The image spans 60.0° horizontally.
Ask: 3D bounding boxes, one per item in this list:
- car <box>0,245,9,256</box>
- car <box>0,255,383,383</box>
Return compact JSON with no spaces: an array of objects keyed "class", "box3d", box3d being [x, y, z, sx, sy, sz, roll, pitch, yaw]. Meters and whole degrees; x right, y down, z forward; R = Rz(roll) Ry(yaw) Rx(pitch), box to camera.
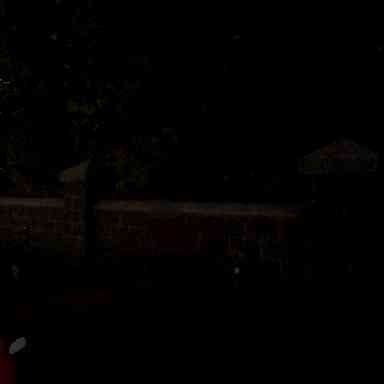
[{"class":"car","box3d":[-4.969,1.418,6.267,4.097,1.590,1.967,0,0,35]},{"class":"car","box3d":[-0.455,1.539,3.047,4.507,1.381,1.887,0,0,35]}]
